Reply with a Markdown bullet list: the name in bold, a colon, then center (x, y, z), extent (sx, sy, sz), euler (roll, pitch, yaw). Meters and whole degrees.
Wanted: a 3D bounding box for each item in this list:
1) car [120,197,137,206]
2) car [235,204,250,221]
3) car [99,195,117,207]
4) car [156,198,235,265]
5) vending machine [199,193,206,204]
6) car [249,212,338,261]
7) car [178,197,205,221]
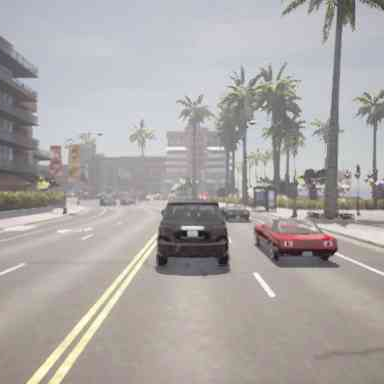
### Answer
- **car**: center (-10.650, 1.590, 55.496), extent (1.994, 1.385, 4.181), euler (0, 0, -25)
- **car**: center (3.391, 1.614, 27.348), extent (1.895, 1.301, 4.718), euler (0, 0, -2)
- **car**: center (-13.354, 1.378, 52.948), extent (2.097, 1.767, 4.553), euler (0, 0, -25)
- **car**: center (0.035, 1.229, 11.800), extent (2.150, 2.045, 5.566), euler (0, 0, 0)
- **vending machine**: center (2.032, 1.225, 62.831), extent (1.100, 2.100, 0.880), euler (0, 0, -27)
- **car**: center (3.540, 1.607, 12.350), extent (1.895, 1.301, 4.718), euler (0, 0, 1)
- **car**: center (-0.147, 1.365, 27.867), extent (2.097, 1.767, 4.553), euler (0, 0, -3)
